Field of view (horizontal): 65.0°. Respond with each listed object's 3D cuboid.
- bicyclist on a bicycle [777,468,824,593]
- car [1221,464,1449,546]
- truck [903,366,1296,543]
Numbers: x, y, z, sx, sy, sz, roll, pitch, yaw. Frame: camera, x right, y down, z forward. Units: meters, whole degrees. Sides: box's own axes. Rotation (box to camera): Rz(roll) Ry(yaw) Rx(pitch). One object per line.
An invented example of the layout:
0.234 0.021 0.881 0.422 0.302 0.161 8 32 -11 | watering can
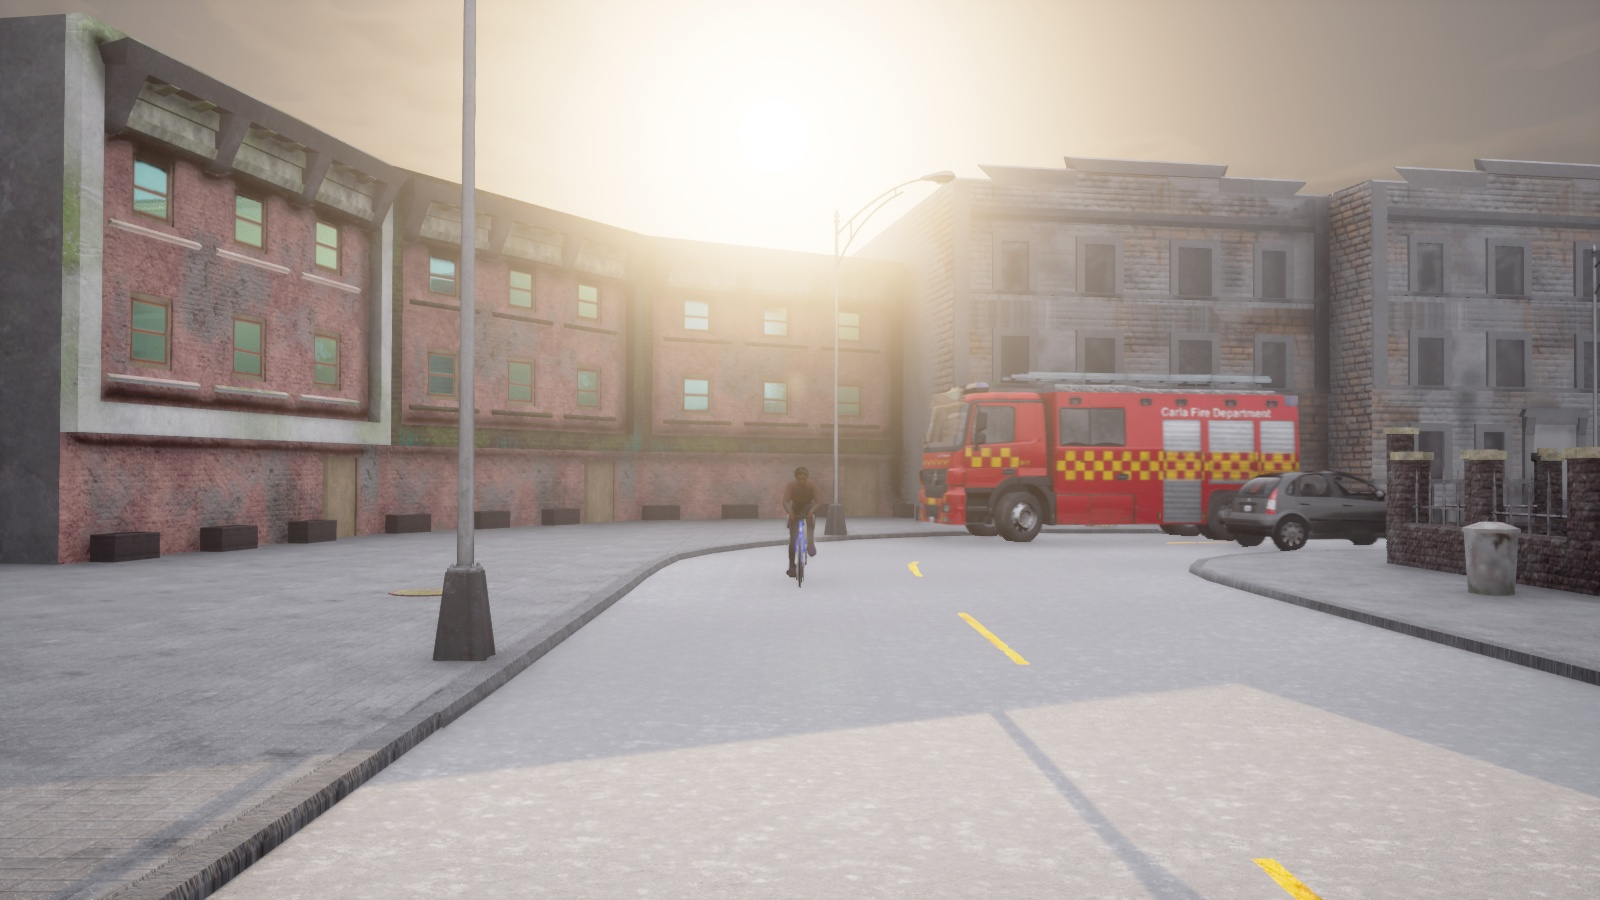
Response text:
0.022 1.055 17.183 0.582 1.620 1.656 0 -1 2 | bicyclist on a bicycle
11.048 1.105 26.044 3.988 1.617 1.851 0 -1 -11 | car
6.908 0.117 29.428 8.468 3.827 2.891 0 -1 -10 | truck
